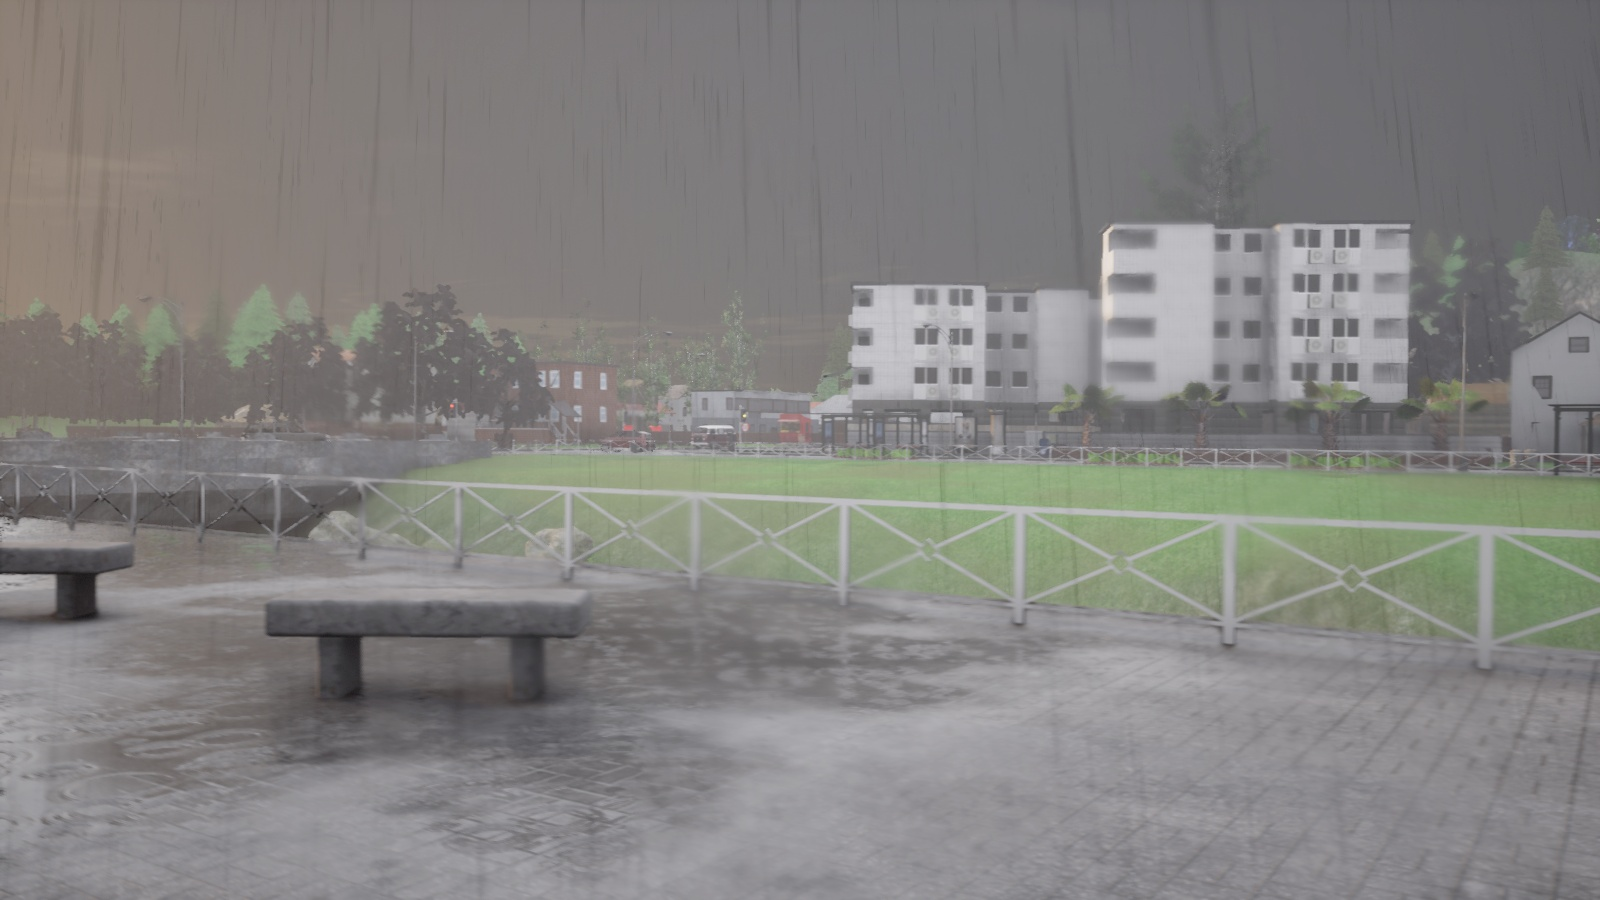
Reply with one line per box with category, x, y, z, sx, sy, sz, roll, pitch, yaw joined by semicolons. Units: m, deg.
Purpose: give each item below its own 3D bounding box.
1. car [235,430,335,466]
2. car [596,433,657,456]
car;-27.449;-0.119;67.113;1.932;1.855;4.605;0;1;35
car;-11.801;-0.349;85.391;3.705;1.549;1.789;0;0;21
